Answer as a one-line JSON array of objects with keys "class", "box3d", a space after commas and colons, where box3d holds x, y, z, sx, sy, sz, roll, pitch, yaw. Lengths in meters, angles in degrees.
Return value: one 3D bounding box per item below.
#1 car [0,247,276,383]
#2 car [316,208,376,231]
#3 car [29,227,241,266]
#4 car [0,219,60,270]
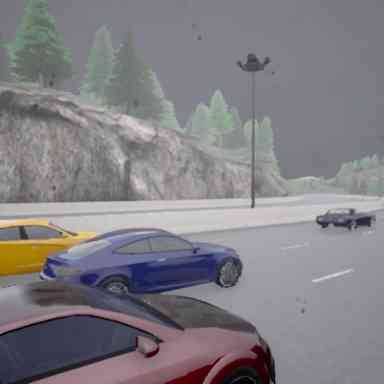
[{"class": "car", "box3d": [-1.177, 1.572, 3.032, 4.181, 1.385, 1.994, 0, 0, -36]}, {"class": "car", "box3d": [9.756, 1.644, 20.847, 4.718, 1.301, 1.895, 0, 0, -42]}, {"class": "car", "box3d": [-0.917, 1.544, 7.568, 4.674, 1.442, 1.812, 0, 0, -37]}, {"class": "car", "box3d": [-4.514, 1.501, 9.245, 5.008, 1.535, 1.882, 0, 0, -36]}]
